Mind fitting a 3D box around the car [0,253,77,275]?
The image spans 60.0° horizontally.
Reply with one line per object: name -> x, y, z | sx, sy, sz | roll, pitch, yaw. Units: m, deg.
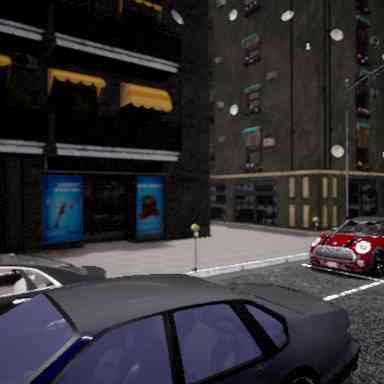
car -> -3.232, 1.548, 4.271 | 4.403, 1.369, 2.008 | 1, -1, -35

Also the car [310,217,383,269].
car -> 5.570, 1.535, 10.554 | 4.097, 1.590, 1.967 | 1, -1, -35

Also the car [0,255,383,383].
car -> -0.652, 1.557, 2.912 | 5.357, 1.411, 2.033 | 1, 0, -36
